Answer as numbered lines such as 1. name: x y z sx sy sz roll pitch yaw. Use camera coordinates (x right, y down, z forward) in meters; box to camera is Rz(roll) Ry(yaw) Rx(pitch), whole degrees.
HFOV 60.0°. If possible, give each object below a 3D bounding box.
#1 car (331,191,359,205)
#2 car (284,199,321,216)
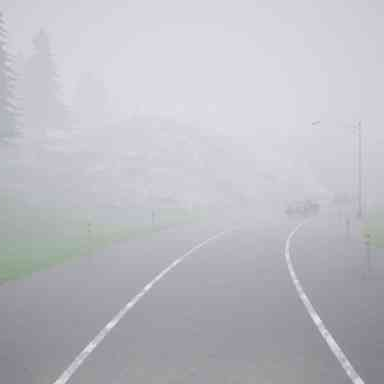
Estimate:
1. car: 18.754 0.615 40.624 2.097 1.767 4.553 0 3 41
2. car: 9.769 1.293 29.285 2.033 1.411 5.357 0 1 35
